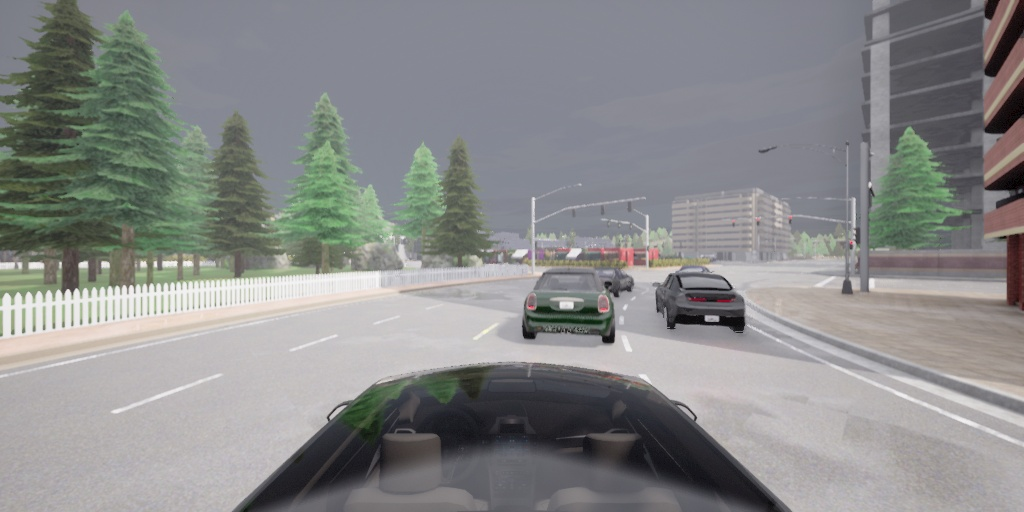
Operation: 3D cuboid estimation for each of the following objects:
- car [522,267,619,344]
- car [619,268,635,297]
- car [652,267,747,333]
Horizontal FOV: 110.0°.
[{"bbox_3d":[1.669,1.096,9.911,2.097,1.767,4.553,0,0,13],"label":"car"},{"bbox_3d":[4.981,1.285,18.640,2.033,1.411,5.357,0,0,29],"label":"car"},{"bbox_3d":[5.517,1.248,10.938,1.837,1.490,4.892,0,0,17],"label":"car"}]
